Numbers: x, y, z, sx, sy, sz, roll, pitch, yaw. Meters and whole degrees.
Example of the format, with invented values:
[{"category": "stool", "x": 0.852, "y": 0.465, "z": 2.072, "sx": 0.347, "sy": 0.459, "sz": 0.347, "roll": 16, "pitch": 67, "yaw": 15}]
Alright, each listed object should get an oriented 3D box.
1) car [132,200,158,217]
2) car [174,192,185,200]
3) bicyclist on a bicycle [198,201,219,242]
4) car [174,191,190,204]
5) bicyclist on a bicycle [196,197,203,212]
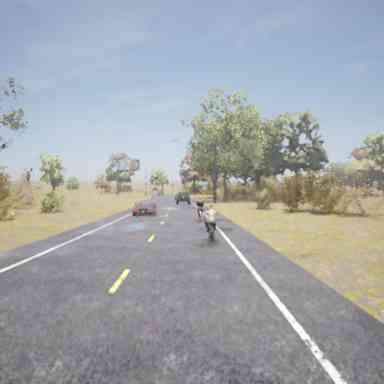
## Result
[{"category": "car", "x": -4.082, "y": 1.407, "z": 29.374, "sx": 1.994, "sy": 1.385, "sz": 4.181, "roll": 0, "pitch": 0, "yaw": -2}, {"category": "car", "x": -2.819, "y": 0.917, "z": 73.621, "sx": 2.097, "sy": 1.767, "sz": 4.553, "roll": 0, "pitch": 0, "yaw": -4}, {"category": "bicyclist on a bicycle", "x": 0.845, "y": 1.358, "z": 14.874, "sx": 0.866, "sy": 1.612, "sz": 1.509, "roll": 0, "pitch": 0, "yaw": -1}, {"category": "car", "x": -1.480, "y": 0.911, "z": 54.592, "sx": 2.150, "sy": 2.045, "sz": 5.566, "roll": 0, "pitch": 1, "yaw": -3}, {"category": "bicyclist on a bicycle", "x": 0.614, "y": 1.237, "z": 24.681, "sx": 0.659, "sy": 1.776, "sz": 1.843, "roll": 0, "pitch": 1, "yaw": -1}]
